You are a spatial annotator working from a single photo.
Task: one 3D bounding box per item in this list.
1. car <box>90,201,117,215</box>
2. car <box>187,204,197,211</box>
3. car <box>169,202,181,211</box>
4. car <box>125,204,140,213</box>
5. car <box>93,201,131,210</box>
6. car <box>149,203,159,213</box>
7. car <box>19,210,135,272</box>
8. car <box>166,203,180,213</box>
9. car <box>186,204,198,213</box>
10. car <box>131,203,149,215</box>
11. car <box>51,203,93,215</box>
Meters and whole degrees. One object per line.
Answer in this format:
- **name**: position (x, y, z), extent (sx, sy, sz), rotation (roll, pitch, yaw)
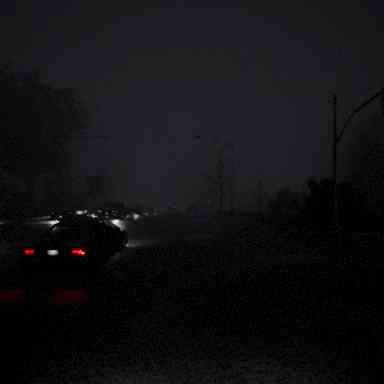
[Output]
- **car**: position (-10.594, 1.954, 40.119), extent (1.882, 1.535, 5.008), rotation (0, -3, 0)
- **car**: position (-0.018, 3.235, 69.428), extent (1.882, 1.535, 5.008), rotation (0, -3, 0)
- **car**: position (-3.518, 3.111, 69.403), extent (2.097, 1.767, 4.553), rotation (0, -3, 0)
- **car**: position (-10.525, 2.928, 58.894), extent (1.812, 1.442, 4.674), rotation (0, -3, 0)
- **car**: position (-7.098, 1.625, 30.073), extent (1.837, 1.490, 4.892), rotation (0, -1, 0)
- **car**: position (-7.024, 2.762, 59.092), extent (2.097, 1.767, 4.553), rotation (0, -3, 0)
- **car**: position (-3.403, 1.525, 10.642), extent (2.033, 1.411, 5.357), rotation (0, 0, 0)
- **car**: position (-3.516, 3.029, 59.433), extent (1.895, 1.301, 4.718), rotation (0, -3, 0)
- **car**: position (-0.016, 2.911, 58.993), extent (1.837, 1.490, 4.892), rotation (0, -3, 0)
- **car**: position (-7.092, 2.071, 41.167), extent (2.033, 1.411, 5.357), rotation (0, -3, 0)
- **car**: position (-10.625, 1.645, 29.164), extent (2.033, 1.411, 5.357), rotation (0, -1, -4)
